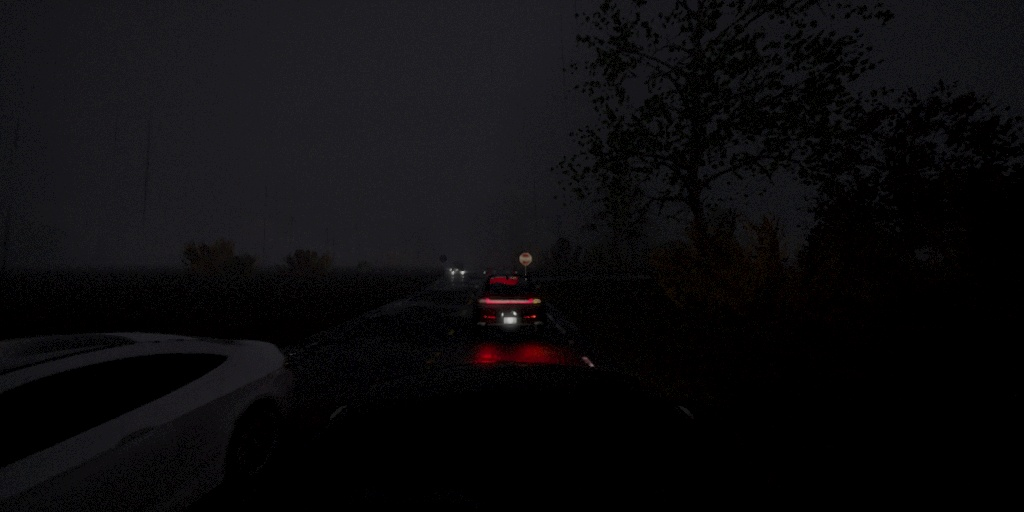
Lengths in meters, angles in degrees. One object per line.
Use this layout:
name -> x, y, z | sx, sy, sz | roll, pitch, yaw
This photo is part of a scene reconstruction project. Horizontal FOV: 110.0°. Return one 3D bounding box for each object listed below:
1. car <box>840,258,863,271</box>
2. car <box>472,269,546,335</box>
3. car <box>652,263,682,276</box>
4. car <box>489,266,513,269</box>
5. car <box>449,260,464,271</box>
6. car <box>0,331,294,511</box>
car -> 39.993, 1.258, 40.938 | 5.566, 2.045, 2.150 | 0, 0, -10
car -> -0.128, 1.290, 10.701 | 2.128, 1.511, 4.902 | 0, 0, -2
car -> 18.012, 1.502, 39.921 | 4.892, 1.490, 1.837 | 0, 0, -11
car -> -0.662, 1.332, 21.076 | 1.882, 1.535, 5.008 | 0, 0, -4
car -> -8.370, 1.534, 55.302 | 1.837, 1.490, 4.892 | 0, 0, -11
car -> -3.161, 1.277, 1.922 | 1.812, 1.442, 4.674 | 0, 0, 0
